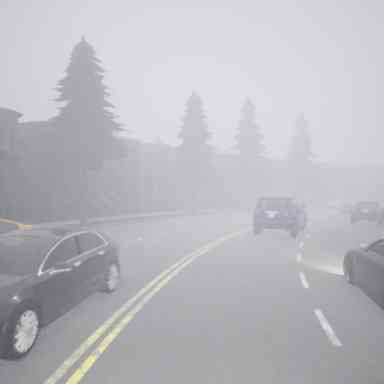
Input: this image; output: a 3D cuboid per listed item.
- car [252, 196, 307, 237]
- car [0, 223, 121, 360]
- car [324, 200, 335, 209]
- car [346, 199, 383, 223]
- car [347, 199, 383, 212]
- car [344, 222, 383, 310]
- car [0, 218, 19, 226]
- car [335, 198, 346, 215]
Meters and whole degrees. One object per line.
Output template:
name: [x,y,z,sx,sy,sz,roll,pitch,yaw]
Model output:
car: [4.939,1.209,18.337,2.150,2.045,5.566,0,0,25]
car: [-2.854,1.465,6.051,1.837,1.490,4.892,0,0,10]
car: [19.250,1.550,42.981,4.674,1.442,1.812,0,0,-28]
car: [13.381,1.384,24.707,2.097,1.767,4.553,1,0,39]
car: [20.942,1.572,39.950,4.674,1.442,1.812,0,0,-28]
car: [4.534,1.579,6.694,1.994,1.385,4.181,0,0,10]
car: [-5.947,1.407,8.471,1.882,1.535,5.008,0,0,12]
car: [16.621,1.581,32.728,5.357,1.411,2.033,0,0,-39]
